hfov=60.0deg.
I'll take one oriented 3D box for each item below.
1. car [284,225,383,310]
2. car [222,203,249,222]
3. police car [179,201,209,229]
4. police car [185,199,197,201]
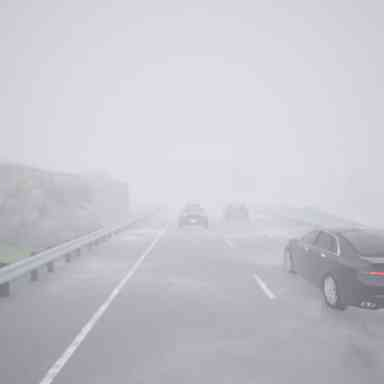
[{"bbox_3d":[3.600,1.555,7.883,1.837,1.490,4.892,0,0,0],"label":"car"},{"bbox_3d":[3.598,1.666,27.941,2.128,1.511,4.902,0,0,0],"label":"car"},{"bbox_3d":[0.099,1.649,23.190,2.038,1.542,4.974,0,0,0],"label":"police car"},{"bbox_3d":[0.025,1.686,41.844,1.930,1.638,5.238,0,0,-1],"label":"police car"}]
